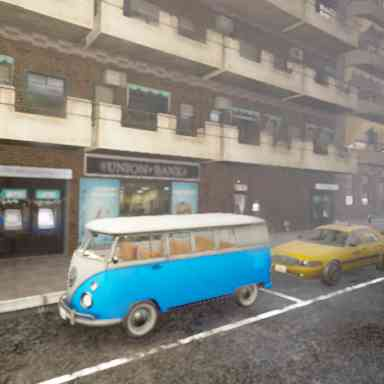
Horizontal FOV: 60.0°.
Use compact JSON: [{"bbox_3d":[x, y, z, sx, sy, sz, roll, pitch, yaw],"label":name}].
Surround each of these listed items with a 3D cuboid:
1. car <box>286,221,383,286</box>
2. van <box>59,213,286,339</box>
[{"bbox_3d":[4.117,1.528,9.439,4.829,1.417,1.752,0,1,-35],"label":"car"},{"bbox_3d":[-0.262,1.343,6.320,3.998,1.788,1.690,0,1,-35],"label":"van"}]
